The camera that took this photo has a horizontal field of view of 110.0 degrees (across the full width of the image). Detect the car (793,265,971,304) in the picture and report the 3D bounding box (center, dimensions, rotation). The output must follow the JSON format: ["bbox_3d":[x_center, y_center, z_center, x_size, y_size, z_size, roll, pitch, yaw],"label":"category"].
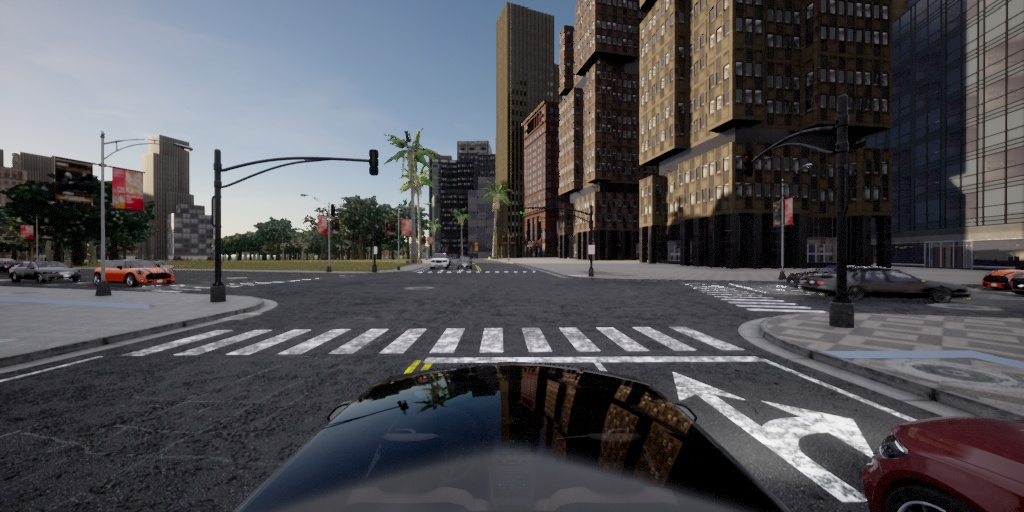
[{"bbox_3d":[16.276,1.257,15.973,5.357,1.411,2.033,0,0,13],"label":"car"}]

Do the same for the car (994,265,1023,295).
[{"bbox_3d":[26.634,1.266,16.905,4.181,1.385,1.994,0,0,14],"label":"car"}]

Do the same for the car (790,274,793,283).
[{"bbox_3d":[18.174,1.223,19.130,4.674,1.442,1.812,0,0,15],"label":"car"}]

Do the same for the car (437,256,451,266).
[{"bbox_3d":[-10.627,0.771,56.424,1.882,1.535,5.008,0,1,-8],"label":"car"}]

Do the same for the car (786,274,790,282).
[{"bbox_3d":[20.229,1.232,21.983,5.357,1.411,2.033,0,0,12],"label":"car"}]

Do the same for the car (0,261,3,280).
[{"bbox_3d":[-42.862,1.139,28.182,4.674,1.442,1.812,0,0,15],"label":"car"}]

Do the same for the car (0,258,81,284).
[{"bbox_3d":[-33.471,1.127,25.706,4.902,1.511,2.128,0,0,15],"label":"car"}]

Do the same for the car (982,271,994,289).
[{"bbox_3d":[29.251,1.043,19.573,4.553,1.767,2.097,0,0,15],"label":"car"}]

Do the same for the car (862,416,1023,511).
[{"bbox_3d":[3.265,1.276,0.413,1.812,1.442,4.674,0,0,0],"label":"car"}]

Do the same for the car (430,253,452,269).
[{"bbox_3d":[-9.375,0.635,46.776,2.150,2.045,5.566,0,1,-8],"label":"car"}]

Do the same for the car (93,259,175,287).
[{"bbox_3d":[-24.556,1.008,23.354,4.553,1.767,2.097,0,0,15],"label":"car"}]

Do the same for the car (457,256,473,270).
[{"bbox_3d":[-5.988,0.921,45.721,2.128,1.511,4.902,0,1,-7],"label":"car"}]
